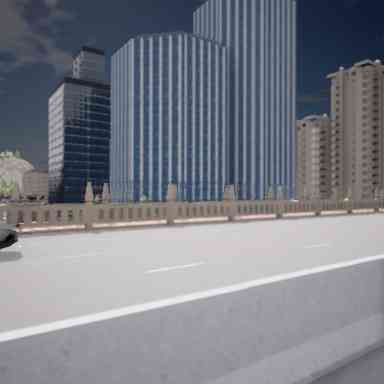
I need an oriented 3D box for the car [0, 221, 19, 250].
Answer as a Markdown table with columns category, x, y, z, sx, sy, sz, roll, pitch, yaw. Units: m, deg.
| category | x | y | z | sx | sy | sz | roll | pitch | yaw |
| --- | --- | --- | --- | --- | --- | --- | --- | --- | --- |
| car | -8.421 | 1.490 | 10.879 | 4.902 | 1.511 | 2.128 | 0 | 0 | -35 |
